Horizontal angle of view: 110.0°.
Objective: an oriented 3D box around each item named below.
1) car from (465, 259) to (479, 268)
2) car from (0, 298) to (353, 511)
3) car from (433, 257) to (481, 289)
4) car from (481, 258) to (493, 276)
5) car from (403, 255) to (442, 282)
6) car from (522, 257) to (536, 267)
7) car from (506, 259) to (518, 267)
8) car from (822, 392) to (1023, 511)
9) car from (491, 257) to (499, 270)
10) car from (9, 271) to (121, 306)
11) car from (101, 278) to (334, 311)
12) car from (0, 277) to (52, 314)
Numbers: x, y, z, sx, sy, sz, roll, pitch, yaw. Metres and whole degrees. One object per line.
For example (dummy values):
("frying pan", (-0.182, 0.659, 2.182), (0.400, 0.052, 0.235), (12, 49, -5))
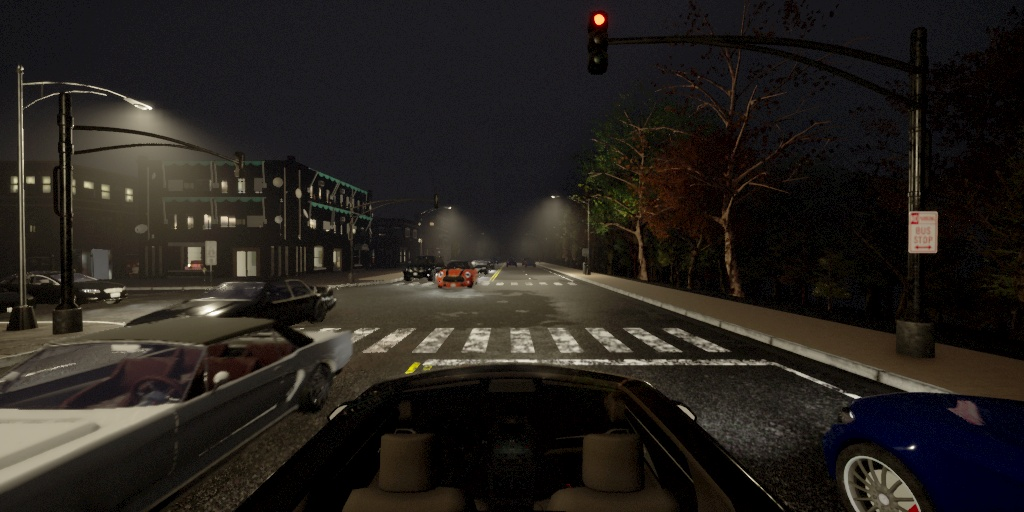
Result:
("car", (-6.703, 1.235, 60.374), (1.837, 1.490, 4.892), (0, -1, 0))
("car", (-3.353, 1.350, 3.251), (1.895, 1.301, 4.718), (0, 0, 0))
("car", (-3.401, 1.095, 23.017), (2.097, 1.767, 4.553), (0, 0, 0))
("car", (-3.434, 1.231, 37.771), (2.128, 1.511, 4.902), (0, 0, 0))
("car", (-6.866, 0.963, 28.808), (2.150, 2.045, 5.566), (0, 0, 3))
("car", (3.212, 1.274, 63.678), (2.033, 1.411, 5.357), (0, 0, 0))
("car", (-0.052, 1.251, 64.955), (1.812, 1.442, 4.674), (0, 0, 0))
("car", (3.358, 1.276, 0.873), (1.812, 1.442, 4.674), (0, 0, 1))
("car", (-3.459, 1.224, 51.527), (2.128, 1.511, 4.902), (0, 0, 0))
("car", (-19.654, 1.459, 15.540), (4.902, 1.511, 2.128), (-1, 1, 0))
("car", (-6.619, 1.298, 9.380), (2.033, 1.411, 5.357), (0, 0, 0))
("car", (-19.973, 1.565, 12.833), (4.313, 1.339, 1.948), (0, 0, 0))
